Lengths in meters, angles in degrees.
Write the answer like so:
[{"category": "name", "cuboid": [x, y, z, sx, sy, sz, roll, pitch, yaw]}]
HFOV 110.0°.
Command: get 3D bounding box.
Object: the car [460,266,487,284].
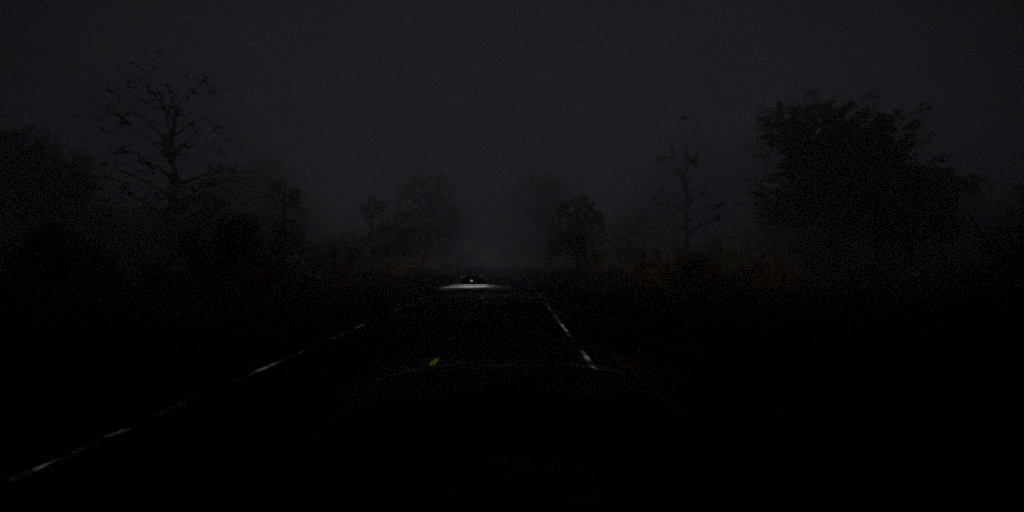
[{"category": "car", "cuboid": [-3.094, 1.539, 30.139, 2.033, 1.411, 5.357, 0, 0, 0]}]
